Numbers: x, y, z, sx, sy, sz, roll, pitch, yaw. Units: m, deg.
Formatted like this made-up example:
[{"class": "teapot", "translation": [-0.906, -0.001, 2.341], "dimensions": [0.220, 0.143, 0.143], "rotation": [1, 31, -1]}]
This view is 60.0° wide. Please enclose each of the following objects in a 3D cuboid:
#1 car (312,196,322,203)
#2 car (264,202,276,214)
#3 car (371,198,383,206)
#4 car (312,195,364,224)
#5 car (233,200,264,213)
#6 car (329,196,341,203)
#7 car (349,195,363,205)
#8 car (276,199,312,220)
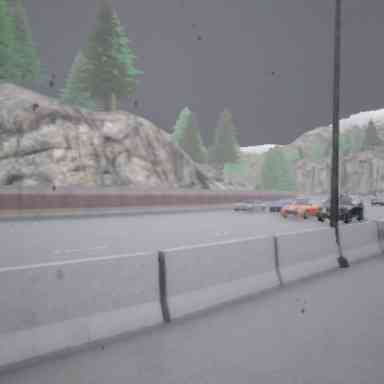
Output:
[{"class": "car", "translation": [27.154, 1.566, 72.139], "dimensions": [1.895, 1.301, 4.718], "rotation": [1, 0, 22]}, {"class": "car", "translation": [9.721, 1.464, 34.478], "dimensions": [1.882, 1.535, 5.008], "rotation": [1, 0, 38]}, {"class": "car", "translation": [34.065, 1.790, 61.231], "dimensions": [2.033, 1.411, 5.357], "rotation": [1, 0, 24]}, {"class": "car", "translation": [11.618, 1.280, 25.751], "dimensions": [2.150, 2.045, 5.566], "rotation": [1, 1, 40]}, {"class": "car", "translation": [6.315, 1.526, 35.794], "dimensions": [1.895, 1.301, 4.718], "rotation": [1, 0, 39]}, {"class": "car", "translation": [30.451, 1.552, 70.960], "dimensions": [2.128, 1.511, 4.902], "rotation": [1, 0, 22]}, {"class": "car", "translation": [30.995, 1.546, 62.946], "dimensions": [2.097, 1.767, 4.553], "rotation": [1, 0, 24]}, {"class": "car", "translation": [9.478, 1.362, 28.680], "dimensions": [2.097, 1.767, 4.553], "rotation": [1, 0, 40]}]
